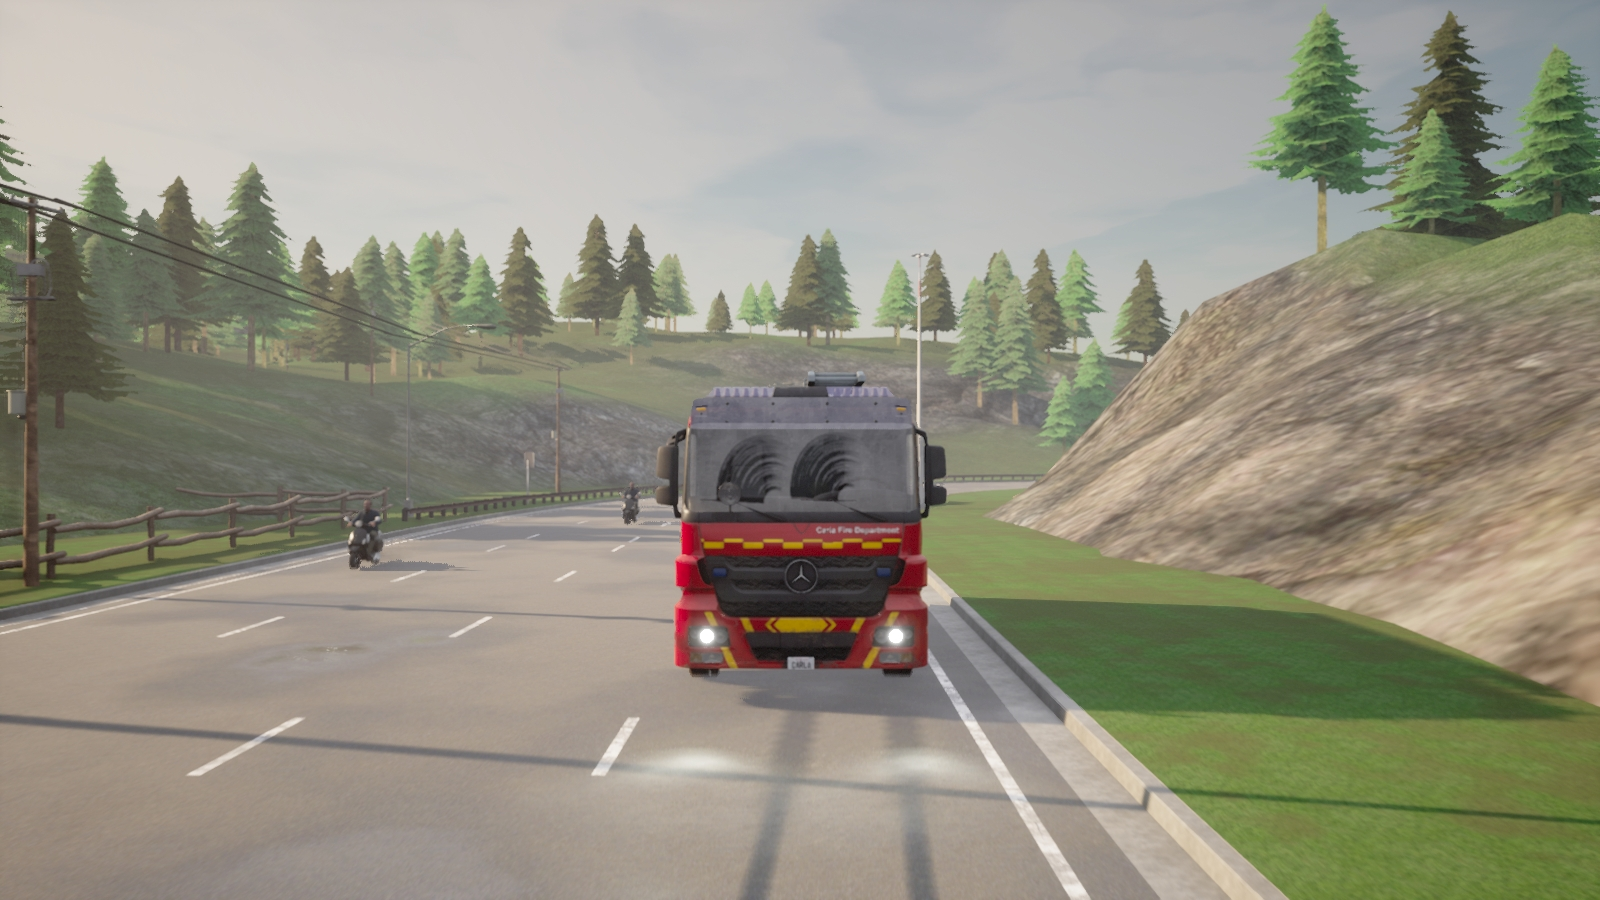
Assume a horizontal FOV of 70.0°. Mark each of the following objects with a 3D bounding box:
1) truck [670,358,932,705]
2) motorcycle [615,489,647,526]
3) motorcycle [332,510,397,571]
[{"bbox_3d":[0.011,0.900,16.836,2.891,3.827,8.468,0,0,0],"label":"truck"},{"bbox_3d":[-6.421,2.165,43.457,0.856,1.316,1.805,1,0,3],"label":"motorcycle"},{"bbox_3d":[-10.435,2.157,27.464,0.856,1.316,1.805,0,0,0],"label":"motorcycle"}]
